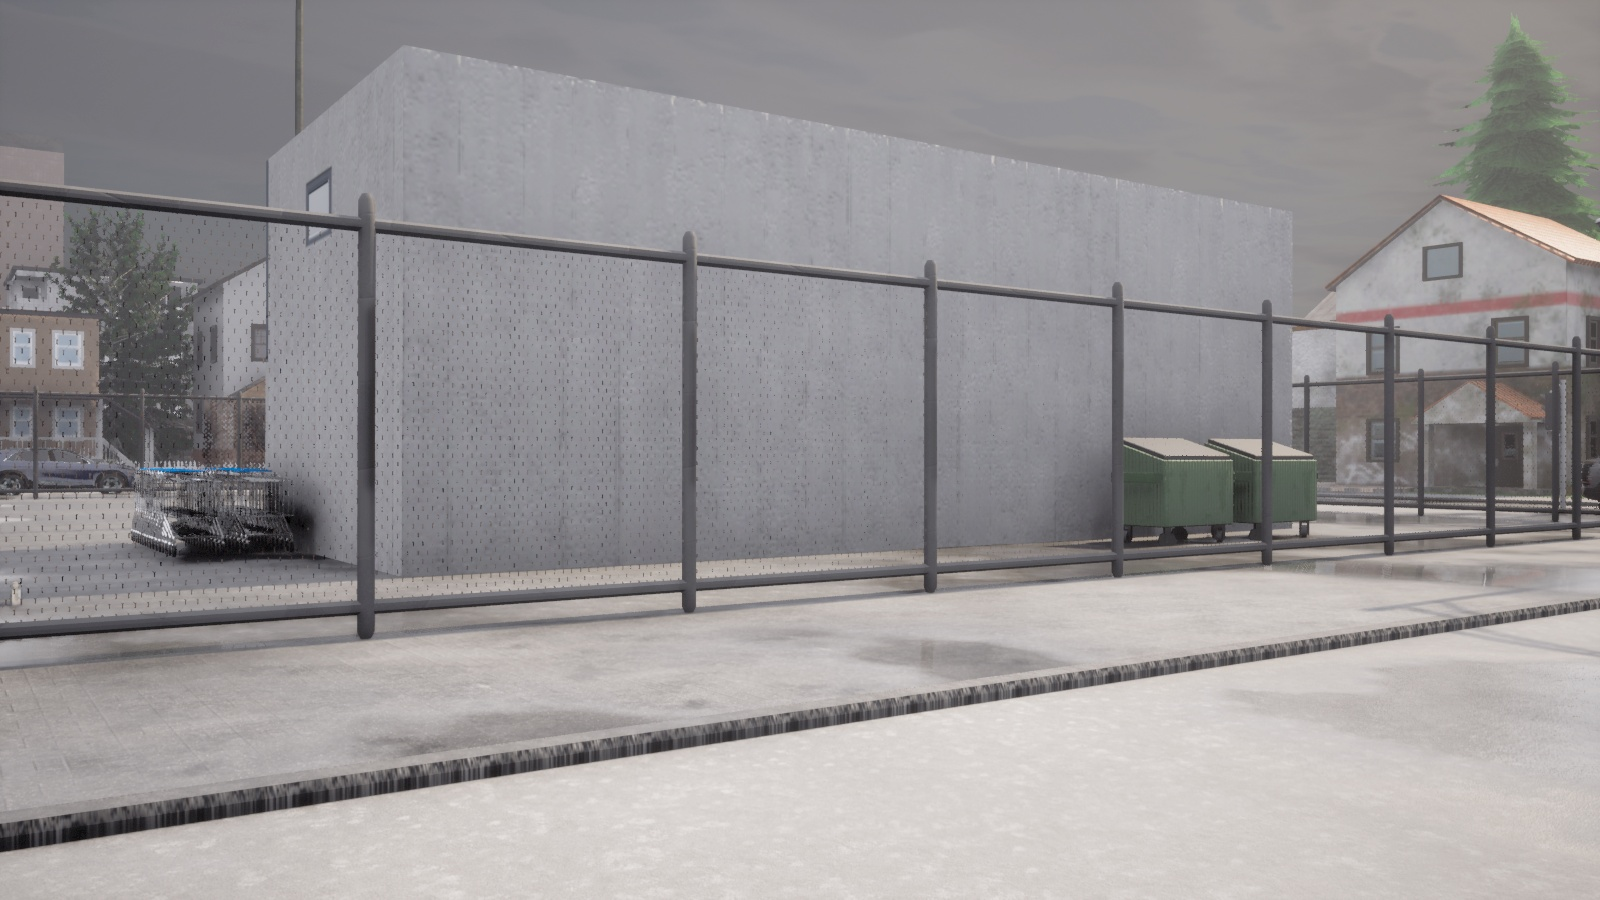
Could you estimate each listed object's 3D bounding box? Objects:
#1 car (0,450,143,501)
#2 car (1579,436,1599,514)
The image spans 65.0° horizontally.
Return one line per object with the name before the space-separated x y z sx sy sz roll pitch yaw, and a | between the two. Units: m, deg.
car | -24.908 0.831 42.177 4.856 1.649 2.033 0 0 -34
car | 20.850 0.588 28.883 1.932 1.855 4.605 0 0 -35
